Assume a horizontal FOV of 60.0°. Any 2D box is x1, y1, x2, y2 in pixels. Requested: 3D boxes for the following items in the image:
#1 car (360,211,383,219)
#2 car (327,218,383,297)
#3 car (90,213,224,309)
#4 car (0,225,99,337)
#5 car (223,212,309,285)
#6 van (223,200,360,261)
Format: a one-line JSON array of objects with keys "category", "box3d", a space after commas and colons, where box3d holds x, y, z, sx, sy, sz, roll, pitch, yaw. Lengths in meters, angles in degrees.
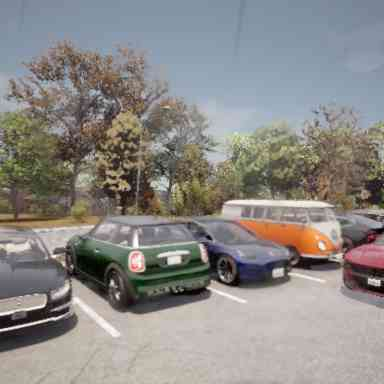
[{"category": "car", "box3d": [5.167, 1.549, 13.166, 2.163, 1.488, 4.792, 0, 0, -35]}, {"category": "car", "box3d": [5.592, 1.505, 7.967, 5.008, 1.535, 1.882, 0, 0, -36]}, {"category": "car", "box3d": [-1.576, 1.360, 8.283, 2.185, 1.767, 4.553, 0, 0, -36]}, {"category": "car", "box3d": [-3.861, 1.481, 6.699, 2.231, 1.521, 4.892, 0, 0, -35]}, {"category": "car", "box3d": [0.680, 1.525, 9.894, 2.163, 1.488, 4.792, 0, 0, -35]}, {"category": "van", "box3d": [2.992, 1.281, 11.436, 1.878, 1.987, 4.442, 0, 0, -36]}]
